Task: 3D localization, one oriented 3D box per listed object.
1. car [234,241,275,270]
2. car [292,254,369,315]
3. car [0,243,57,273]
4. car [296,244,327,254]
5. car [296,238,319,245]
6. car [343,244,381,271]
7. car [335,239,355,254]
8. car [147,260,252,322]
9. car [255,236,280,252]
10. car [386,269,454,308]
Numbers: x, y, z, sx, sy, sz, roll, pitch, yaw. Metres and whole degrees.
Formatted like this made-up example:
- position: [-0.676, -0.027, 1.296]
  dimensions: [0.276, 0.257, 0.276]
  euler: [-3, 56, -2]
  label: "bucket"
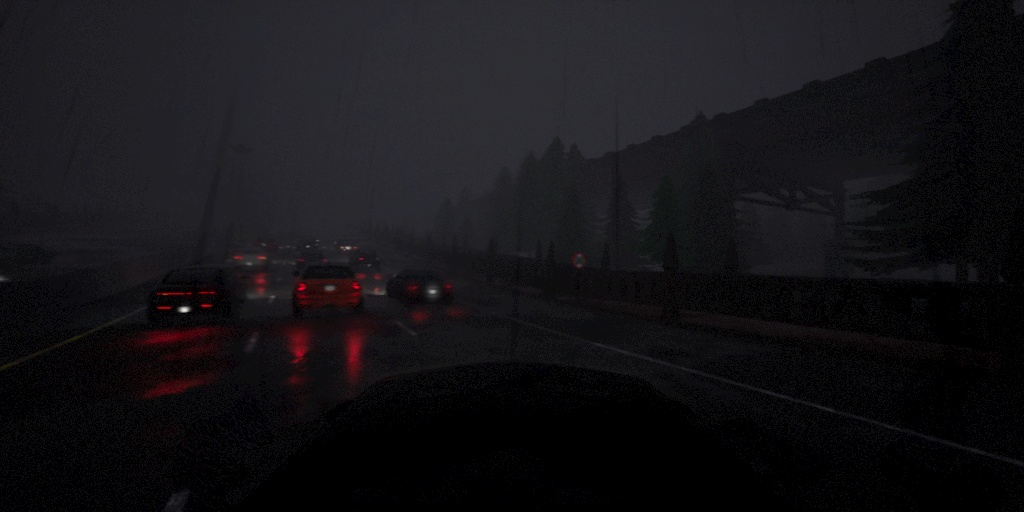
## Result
- position: [-17.768, 0.076, 24.694]
  dimensions: [1.812, 1.442, 4.674]
  euler: [1, 5, -30]
  label: "car"
- position: [-6.953, 0.986, 13.423]
  dimensions: [2.097, 1.767, 4.553]
  euler: [1, 1, -31]
  label: "car"
- position: [-26.647, 0.042, 18.879]
  dimensions: [1.895, 1.301, 4.718]
  euler: [1, 5, -30]
  label: "car"
- position: [-14.494, 0.221, 26.025]
  dimensions: [1.994, 1.385, 4.181]
  euler: [1, 5, -30]
  label: "car"
- position: [-20.869, -1.196, 36.679]
  dimensions: [1.994, 1.385, 4.181]
  euler: [1, 6, -31]
  label: "car"
- position: [-11.340, 0.224, 27.568]
  dimensions: [2.128, 1.511, 4.902]
  euler: [1, 5, -31]
  label: "car"
- position: [-17.490, -1.073, 37.824]
  dimensions: [2.033, 1.411, 5.357]
  euler: [1, 6, -31]
  label: "car"
- position: [-10.015, 1.087, 11.720]
  dimensions: [1.837, 1.490, 4.892]
  euler: [1, 2, -30]
  label: "car"
- position: [-23.894, -1.251, 34.918]
  dimensions: [1.994, 1.385, 4.181]
  euler: [1, 6, -30]
  label: "car"
- position: [-4.015, 1.247, 15.322]
  dimensions: [1.994, 1.385, 4.181]
  euler: [1, 2, -31]
  label: "car"
